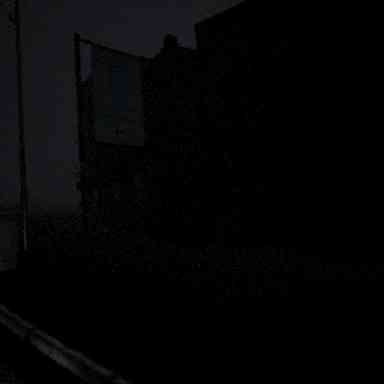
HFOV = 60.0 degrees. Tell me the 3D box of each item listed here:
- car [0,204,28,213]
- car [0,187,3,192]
[{"bbox_3d":[-26.960,2.427,50.299,1.895,1.301,4.718,-4,-1,4],"label":"car"},{"bbox_3d":[-48.781,-0.315,80.498,2.185,1.767,4.553,-4,-3,0],"label":"car"}]
